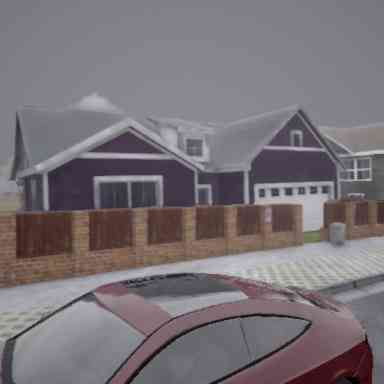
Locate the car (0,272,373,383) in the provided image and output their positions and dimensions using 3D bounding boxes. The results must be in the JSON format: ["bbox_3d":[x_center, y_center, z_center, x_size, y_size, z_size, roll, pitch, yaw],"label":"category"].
[{"bbox_3d":[-0.360,1.507,2.686,4.674,1.442,1.812,0,0,-35],"label":"car"}]
